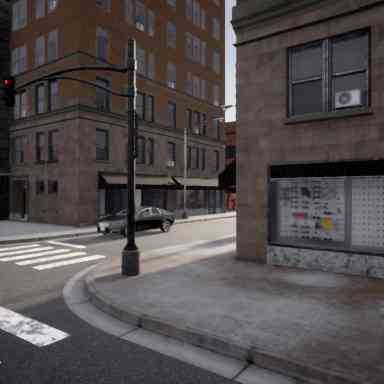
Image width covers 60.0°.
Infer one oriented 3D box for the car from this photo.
[{"bbox_3d":[-2.982,1.558,18.415,2.128,1.511,4.902,0,0,36],"label":"car"}]
